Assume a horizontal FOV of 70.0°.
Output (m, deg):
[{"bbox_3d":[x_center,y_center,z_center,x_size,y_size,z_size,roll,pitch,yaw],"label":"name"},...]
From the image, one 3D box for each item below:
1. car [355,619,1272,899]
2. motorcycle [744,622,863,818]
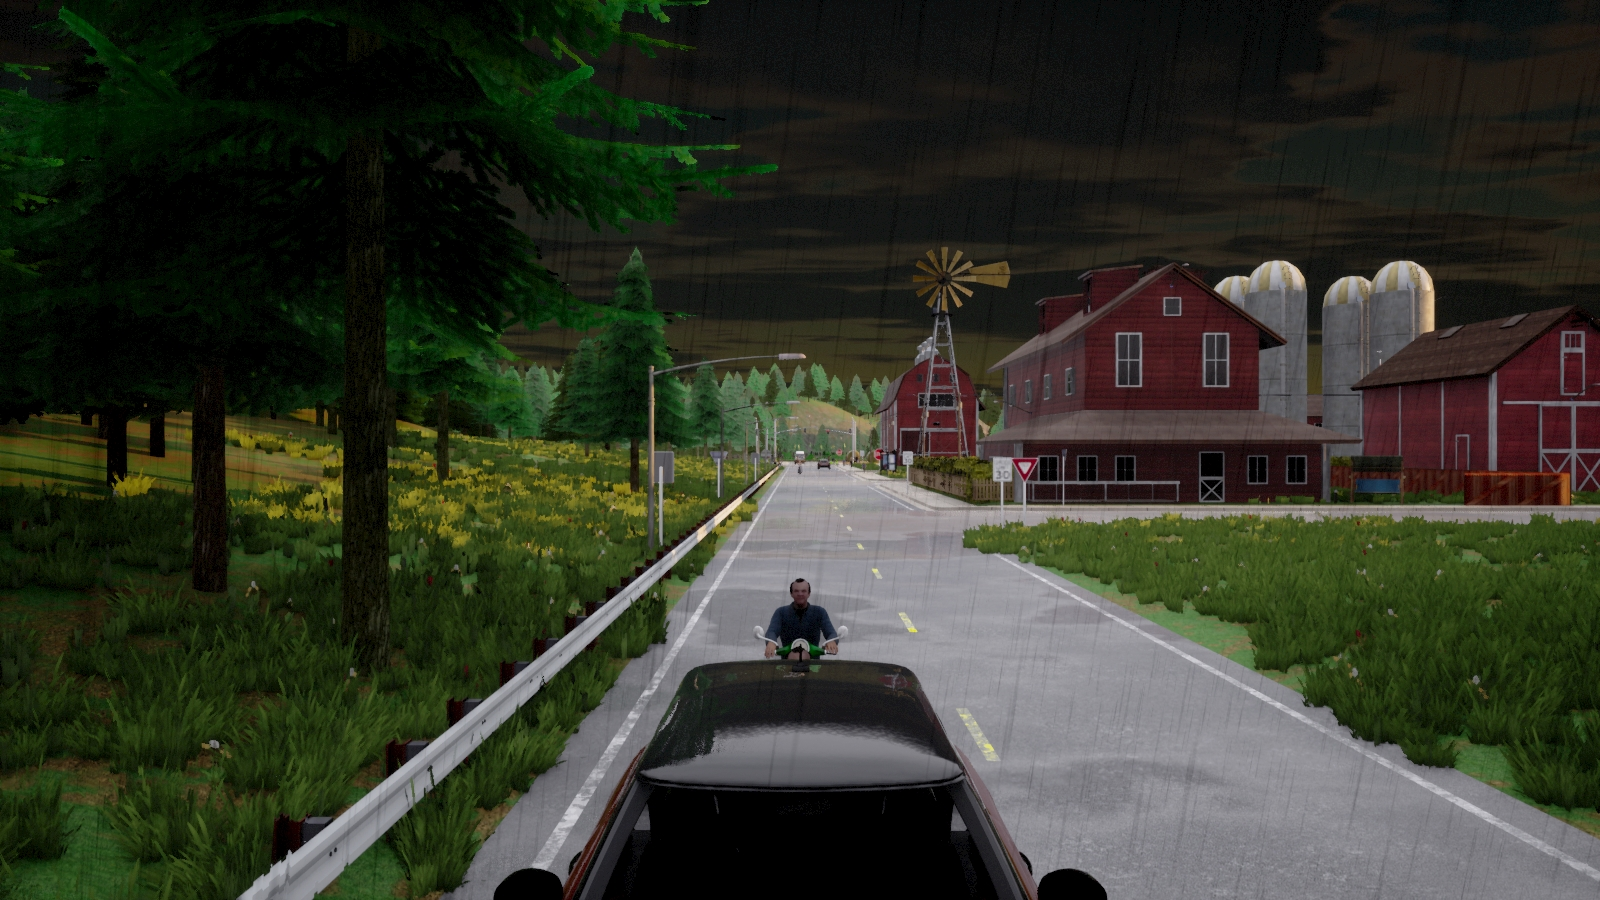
[{"bbox_3d":[0.032,1.899,4.503,2.097,1.767,4.553,0,0,0],"label":"car"},{"bbox_3d":[0.025,2.229,9.842,0.867,1.251,2.209,-2,-3,0],"label":"motorcycle"}]
